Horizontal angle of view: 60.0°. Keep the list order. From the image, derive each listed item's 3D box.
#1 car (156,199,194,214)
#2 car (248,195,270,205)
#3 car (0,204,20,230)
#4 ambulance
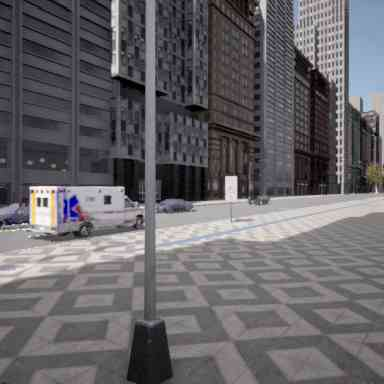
[{"bbox_3d":[-1.917,1.368,33.189,2.033,1.411,5.357,0,0,36],"label":"car"},{"bbox_3d":[10.103,1.207,49.666,1.837,1.490,4.892,0,0,36],"label":"car"},{"bbox_3d":[-10.738,1.462,20.979,2.033,1.411,5.357,0,0,36],"label":"car"},{"bbox_3d":[-5.116,0.957,17.486,2.351,2.431,6.366,0,0,36],"label":"ambulance"}]
